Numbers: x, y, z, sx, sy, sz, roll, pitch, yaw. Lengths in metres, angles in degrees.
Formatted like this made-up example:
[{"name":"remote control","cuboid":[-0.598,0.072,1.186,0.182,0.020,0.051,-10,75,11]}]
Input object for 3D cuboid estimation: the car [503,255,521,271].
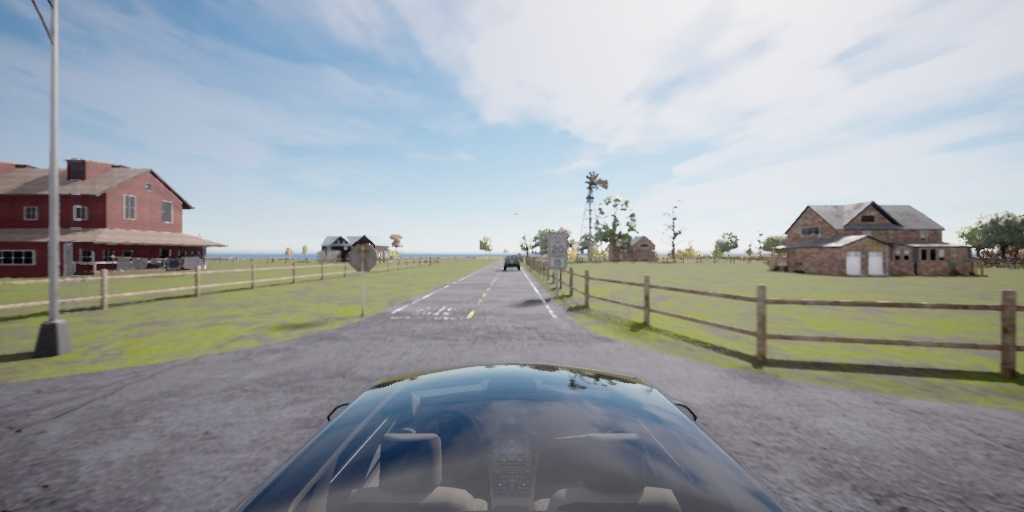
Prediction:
[{"name":"car","cuboid":[0.007,0.831,46.629,2.150,2.045,5.566,0,0,0]}]
